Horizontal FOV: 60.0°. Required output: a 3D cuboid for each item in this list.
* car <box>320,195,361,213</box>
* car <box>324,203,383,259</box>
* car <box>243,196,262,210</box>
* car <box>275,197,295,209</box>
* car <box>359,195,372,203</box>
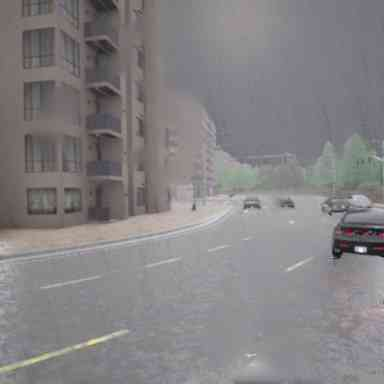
[{"bbox_3d":[12.074,1.167,27.829,2.033,1.411,5.357,-1,0,12],"label":"car"},{"bbox_3d":[6.052,1.331,11.253,1.837,1.490,4.892,0,0,34],"label":"car"},{"bbox_3d":[6.855,1.200,37.461,2.033,1.411,5.357,-1,0,12],"label":"car"},{"bbox_3d":[10.347,1.199,37.049,1.895,1.301,4.718,-1,0,12],"label":"car"},{"bbox_3d":[16.865,1.037,33.874,1.812,1.442,4.674,-1,0,12],"label":"car"}]
